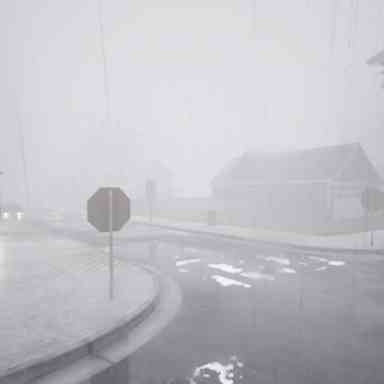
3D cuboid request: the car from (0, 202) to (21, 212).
[{"bbox_3d":[-23.633,1.906,43.326,1.895,1.301,4.718,0,0,-36],"label":"car"}]
